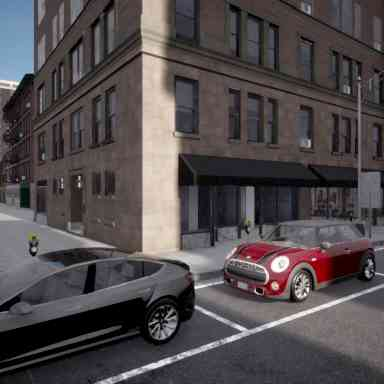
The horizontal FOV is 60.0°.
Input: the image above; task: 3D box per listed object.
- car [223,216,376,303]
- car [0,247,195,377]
[{"bbox_3d":[2.675,1.439,8.147,4.097,1.590,1.967,0,0,-36],"label":"car"},{"bbox_3d":[-1.929,1.566,4.816,4.313,1.339,1.947,0,0,-36],"label":"car"}]
